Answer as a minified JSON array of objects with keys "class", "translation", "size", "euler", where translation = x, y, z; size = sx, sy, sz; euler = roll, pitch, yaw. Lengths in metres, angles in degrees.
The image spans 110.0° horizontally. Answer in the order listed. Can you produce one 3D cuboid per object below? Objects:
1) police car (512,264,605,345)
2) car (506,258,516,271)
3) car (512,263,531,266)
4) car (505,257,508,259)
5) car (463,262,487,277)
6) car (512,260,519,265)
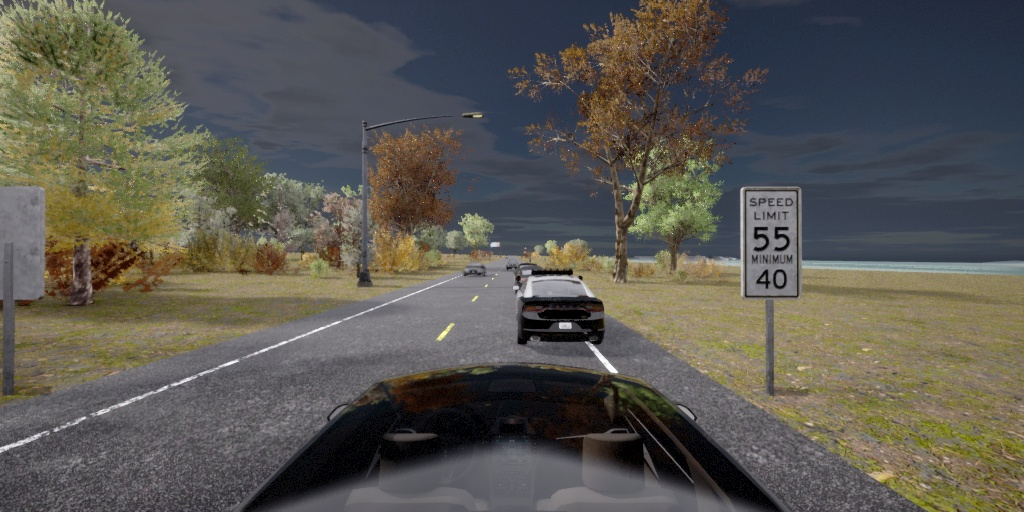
[{"class":"police car","translation":[1.057,1.175,9.674],"size":[1.930,1.638,5.238],"euler":[0,0,0]},{"class":"car","translation":[0.160,1.343,49.589],"size":[1.895,1.301,4.718],"euler":[0,0,1]},{"class":"car","translation":[1.076,1.275,19.559],"size":[1.812,1.442,4.674],"euler":[0,0,0]},{"class":"car","translation":[0.164,1.283,61.365],"size":[2.033,1.411,5.357],"euler":[0,0,0]},{"class":"car","translation":[-3.524,1.310,34.804],"size":[1.994,1.385,4.181],"euler":[0,0,0]},{"class":"car","translation":[1.096,1.254,25.558],"size":[1.837,1.490,4.892],"euler":[0,0,0]}]
